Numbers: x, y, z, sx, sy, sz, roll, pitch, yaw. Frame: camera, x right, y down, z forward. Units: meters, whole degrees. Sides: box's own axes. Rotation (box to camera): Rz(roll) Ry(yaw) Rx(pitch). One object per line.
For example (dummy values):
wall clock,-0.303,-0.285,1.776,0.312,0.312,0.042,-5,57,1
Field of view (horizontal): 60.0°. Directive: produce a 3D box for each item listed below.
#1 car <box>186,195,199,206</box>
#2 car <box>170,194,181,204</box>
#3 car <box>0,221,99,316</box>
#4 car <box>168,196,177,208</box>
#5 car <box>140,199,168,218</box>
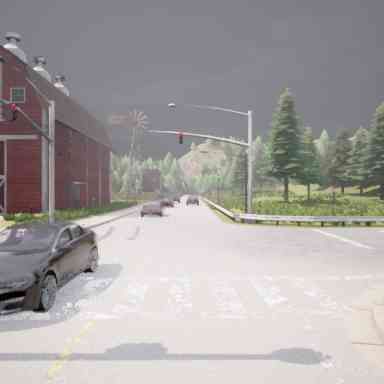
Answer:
car,0.112,1.352,55.632,2.097,1.767,4.553,0,0,0
car,-3.367,1.327,65.639,2.150,2.045,5.566,0,0,0
car,-3.583,1.480,7.728,2.128,1.511,4.902,0,0,0
car,-3.503,1.601,46.977,1.895,1.301,4.718,0,0,0
car,-3.538,1.526,30.501,1.812,1.442,4.674,0,0,0
